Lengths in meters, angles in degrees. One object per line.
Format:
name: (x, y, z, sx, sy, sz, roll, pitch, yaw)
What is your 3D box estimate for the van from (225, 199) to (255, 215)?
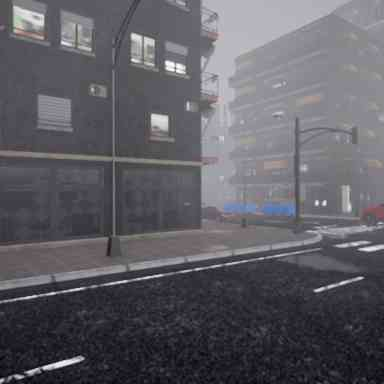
van: (5.372, 1.670, 38.146, 1.690, 1.788, 3.998, -1, 0, -36)

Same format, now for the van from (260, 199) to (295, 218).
van: (8.679, 1.596, 33.624, 1.690, 1.788, 3.998, -1, 0, -36)

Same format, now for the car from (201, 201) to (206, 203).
car: (0.714, 1.704, 34.731, 2.097, 1.767, 4.553, 0, -1, -36)

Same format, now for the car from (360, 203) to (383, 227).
car: (13.825, 1.319, 21.627, 2.150, 2.045, 5.566, 0, -1, -22)

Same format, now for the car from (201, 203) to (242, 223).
car: (1.932, 1.870, 28.719, 1.802, 1.307, 4.206, -1, 0, -36)
